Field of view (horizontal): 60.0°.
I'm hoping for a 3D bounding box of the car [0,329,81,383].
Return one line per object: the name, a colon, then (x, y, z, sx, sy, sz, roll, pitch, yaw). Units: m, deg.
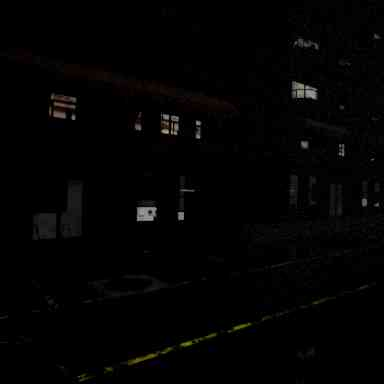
car: (-2.637, 1.351, 1.291, 4.553, 1.767, 2.097, 0, 0, -35)
